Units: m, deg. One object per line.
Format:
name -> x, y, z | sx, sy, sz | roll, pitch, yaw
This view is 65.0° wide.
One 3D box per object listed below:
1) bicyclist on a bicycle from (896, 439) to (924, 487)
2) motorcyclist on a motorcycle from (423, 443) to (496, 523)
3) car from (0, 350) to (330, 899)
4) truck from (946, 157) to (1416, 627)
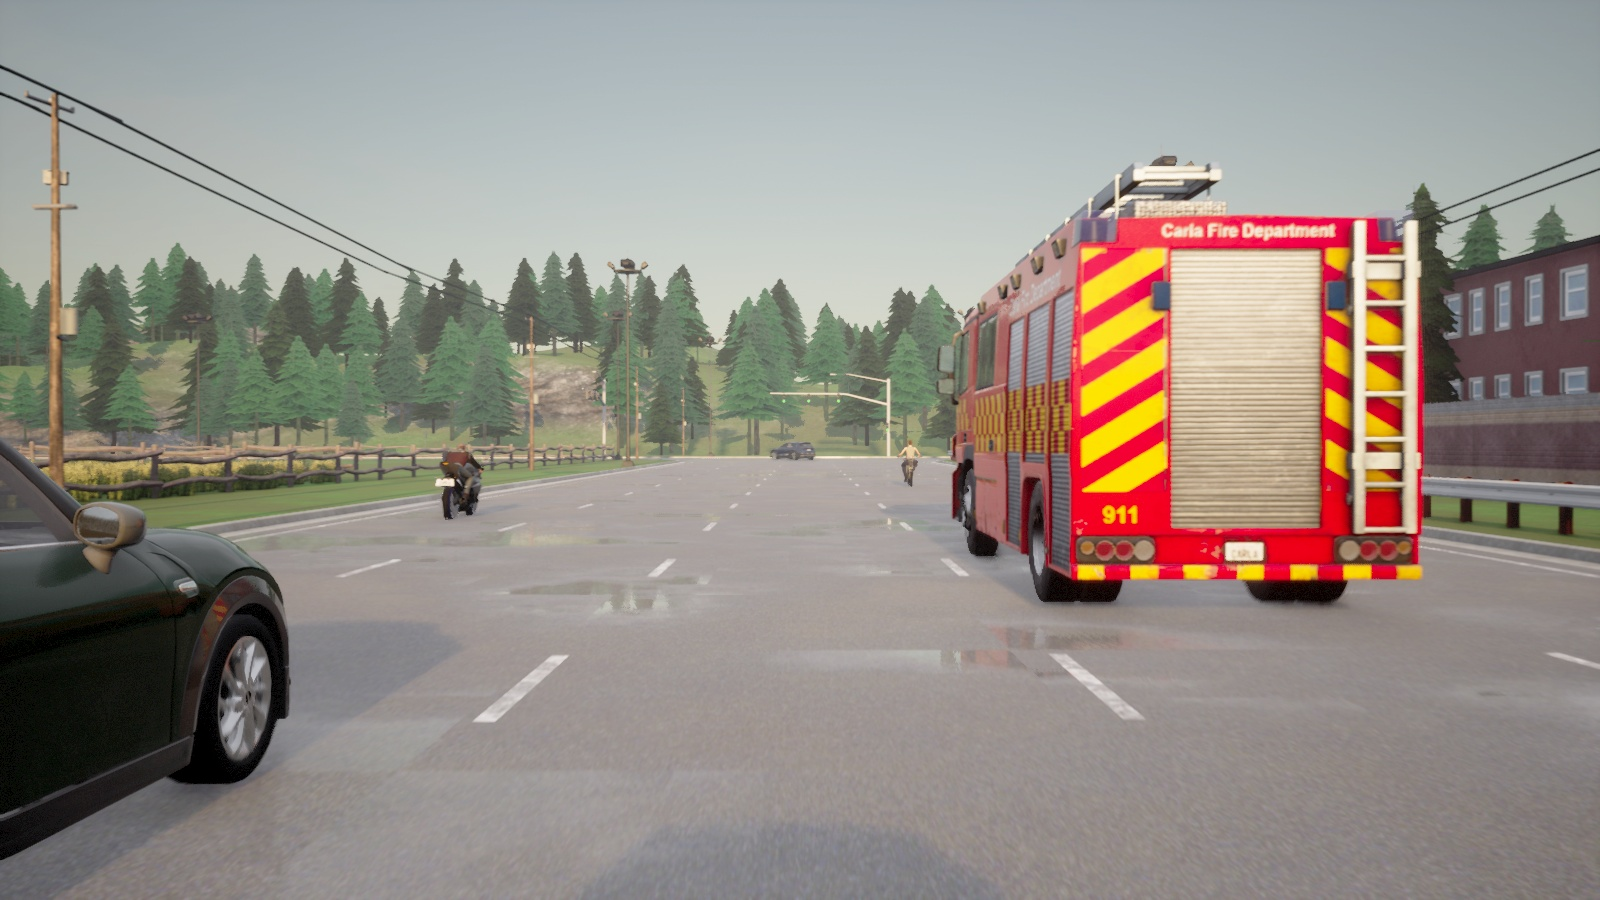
bicyclist on a bicycle -> 3.756, 0.444, 42.990 | 0.866, 1.612, 1.509 | 0, 0, 1
motorcyclist on a motorcycle -> -6.840, 0.633, 25.334 | 0.866, 1.530, 2.191 | 0, 0, 0
car -> -3.461, 0.579, 4.134 | 2.097, 1.767, 4.553 | 0, 0, 0
truck -> 3.599, -0.497, 14.487 | 2.891, 3.827, 8.468 | 0, 0, 0
